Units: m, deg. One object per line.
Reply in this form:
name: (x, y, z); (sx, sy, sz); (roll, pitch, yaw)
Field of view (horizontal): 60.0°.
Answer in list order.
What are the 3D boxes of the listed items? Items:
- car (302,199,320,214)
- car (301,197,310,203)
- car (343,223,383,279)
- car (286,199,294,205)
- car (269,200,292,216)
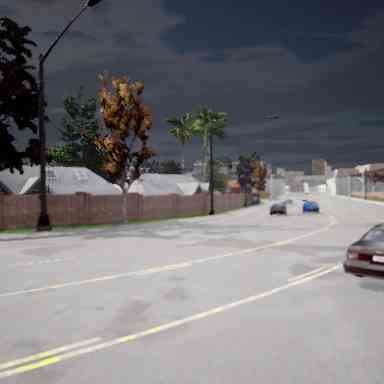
car: (14.654, 1.844, 40.967); (1.882, 1.535, 5.008); (-1, -1, 18)
car: (27.371, 1.870, 80.298); (1.895, 1.301, 4.718); (-1, 0, 18)
car: (6.025, 1.587, 9.456); (2.033, 1.411, 5.357); (-1, -1, 43)
car: (22.086, 2.200, 75.267); (2.033, 1.411, 5.357); (-1, -1, 18)
car: (9.868, 1.932, 37.563); (2.033, 1.411, 5.357); (-1, -1, 18)
